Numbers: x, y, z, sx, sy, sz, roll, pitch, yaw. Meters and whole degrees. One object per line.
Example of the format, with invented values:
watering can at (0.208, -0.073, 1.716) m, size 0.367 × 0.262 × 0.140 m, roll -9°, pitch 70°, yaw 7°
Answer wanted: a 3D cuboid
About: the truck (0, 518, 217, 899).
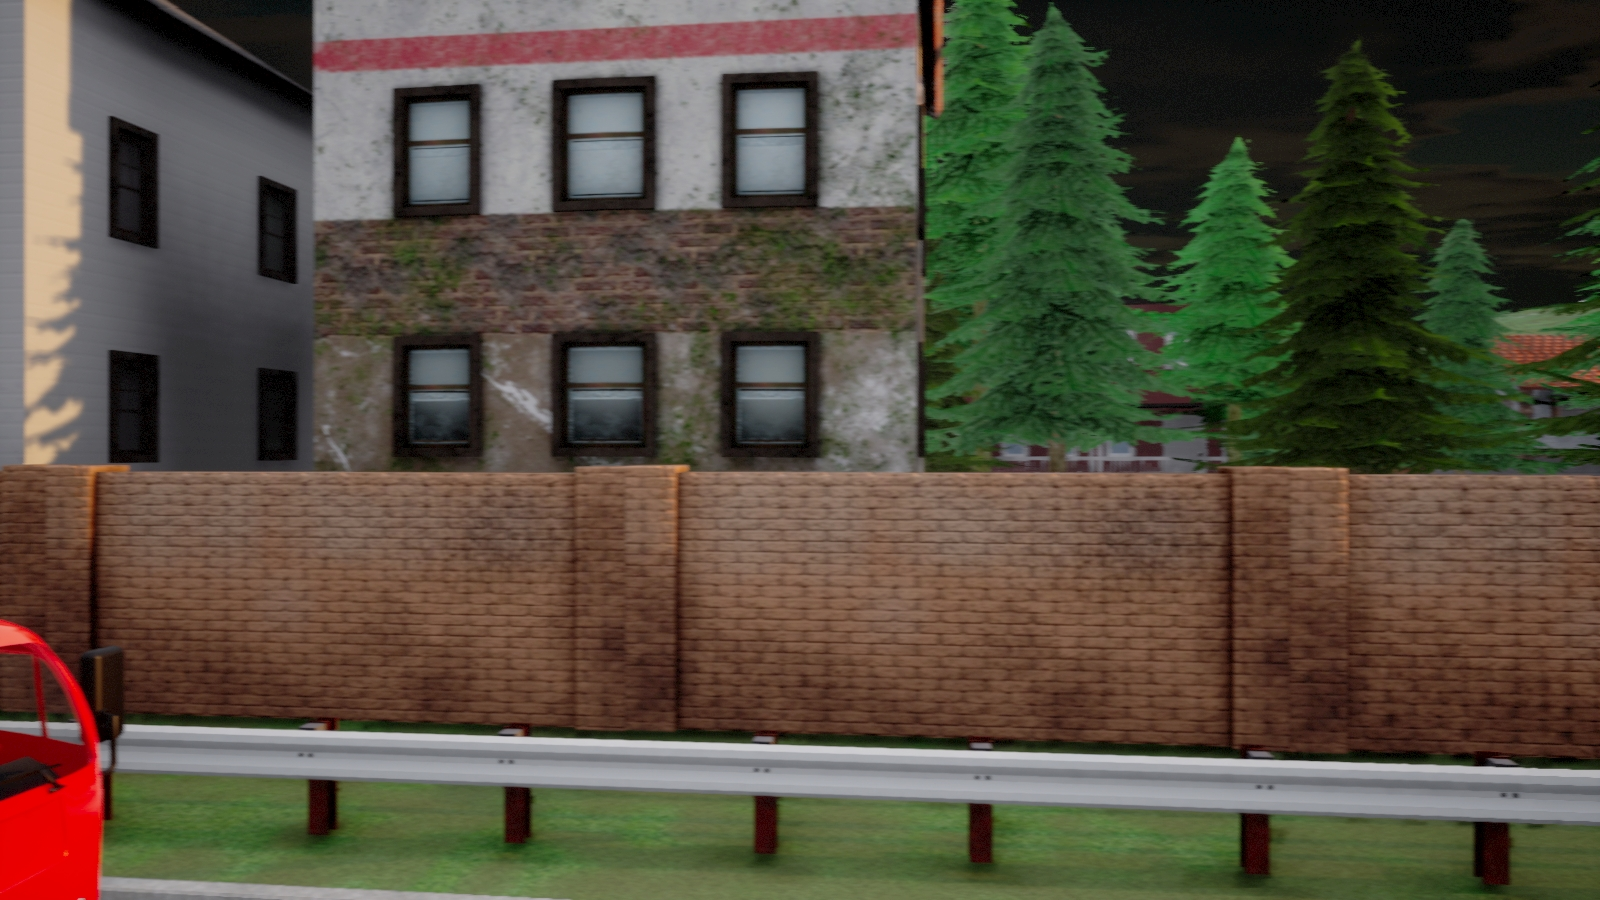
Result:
truck at (-5.445, 1.568, 4.297) m, size 5.204 × 2.467 × 2.627 m, roll 0°, pitch 0°, yaw 7°
